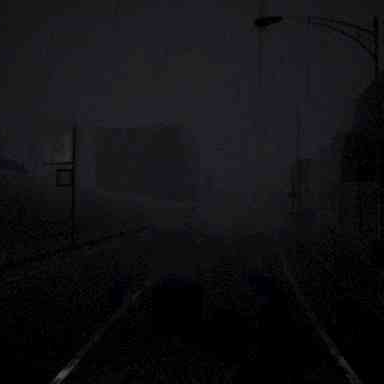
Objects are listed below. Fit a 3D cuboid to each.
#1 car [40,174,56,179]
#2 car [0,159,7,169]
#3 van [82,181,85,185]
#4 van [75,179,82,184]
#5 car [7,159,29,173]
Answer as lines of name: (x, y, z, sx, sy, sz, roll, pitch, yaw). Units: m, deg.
car: (-23.078, -2.137, 53.381, 2.002, 1.452, 4.674, 0, -3, -1)
car: (-23.220, -3.065, 36.753, 2.185, 1.767, 4.553, 0, -2, 3)
van: (-23.914, -1.437, 70.098, 1.878, 1.987, 4.442, 0, -4, -4)
van: (-23.516, -1.778, 64.584, 1.878, 1.987, 4.442, 0, -3, -3)
car: (-23.042, -2.956, 42.361, 2.435, 2.045, 5.566, 0, -2, 2)
